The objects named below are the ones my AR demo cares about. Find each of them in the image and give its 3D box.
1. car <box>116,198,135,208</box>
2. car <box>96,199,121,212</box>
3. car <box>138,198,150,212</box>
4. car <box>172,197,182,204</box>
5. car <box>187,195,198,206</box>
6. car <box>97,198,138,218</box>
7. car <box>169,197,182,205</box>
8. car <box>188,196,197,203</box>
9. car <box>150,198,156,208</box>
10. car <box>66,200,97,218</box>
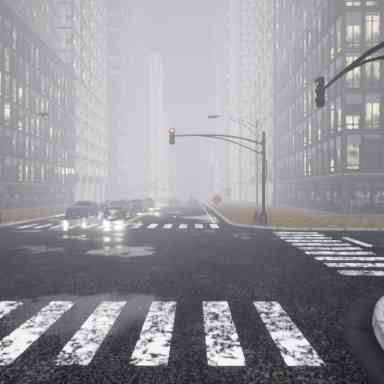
[{"bbox_3d":[-9.839,1.631,49.432,1.994,1.385,4.181,0,0,0],"label":"car"},{"bbox_3d":[-9.848,1.607,39.508,1.994,1.385,4.181,0,0,0],"label":"car"},{"bbox_3d":[-6.599,1.521,39.653,1.882,1.535,5.008,0,0,0],"label":"car"},{"bbox_3d":[-3.181,1.703,70.331,1.994,1.385,4.181,0,0,0],"label":"car"},{"bbox_3d":[0.098,1.618,57.459,1.812,1.442,4.674,0,-1,0],"label":"car"},{"bbox_3d":[-6.600,1.517,30.125,2.128,1.511,4.902,0,0,0],"label":"car"},{"bbox_3d":[-3.150,1.592,60.003,2.128,1.511,4.902,0,0,0],"label":"car"},{"bbox_3d":[0.068,1.622,71.352,1.882,1.535,5.008,0,0,0],"label":"car"},{"bbox_3d":[-6.593,1.594,49.700,1.812,1.442,4.674,0,0,0],"label":"car"},{"bbox_3d":[-9.854,1.503,30.374,1.882,1.535,5.008,0,0,0],"label":"car"}]
